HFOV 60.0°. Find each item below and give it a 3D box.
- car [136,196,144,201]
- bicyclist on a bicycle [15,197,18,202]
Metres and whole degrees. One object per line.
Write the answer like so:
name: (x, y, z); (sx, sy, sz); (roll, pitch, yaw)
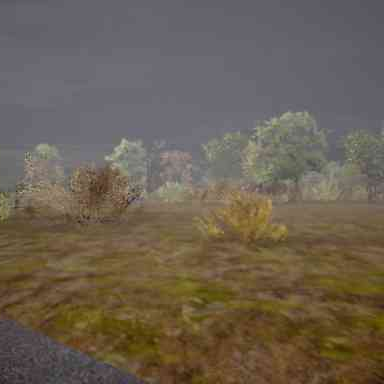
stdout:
car: (-12.550, 1.310, 71.582); (2.128, 1.511, 4.902); (0, 0, 40)
bicyclist on a bicycle: (-24.552, 1.351, 46.179); (1.656, 1.620, 0.582); (0, 0, 36)
